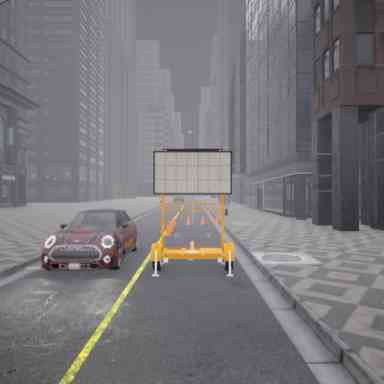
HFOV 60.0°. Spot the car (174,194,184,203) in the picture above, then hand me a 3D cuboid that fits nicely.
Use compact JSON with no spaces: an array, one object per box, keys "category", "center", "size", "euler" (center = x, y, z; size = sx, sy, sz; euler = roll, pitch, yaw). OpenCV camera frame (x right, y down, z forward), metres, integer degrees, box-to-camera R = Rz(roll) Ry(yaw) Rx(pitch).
[{"category":"car","center":[-2.917,1.386,74.788],"size":[2.150,2.045,5.566],"euler":[0,0,0]}]

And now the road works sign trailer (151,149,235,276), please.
[{"category":"road works sign trailer","center":[0.022,0.472,10.307],"size":[2.380,3.560,2.880],"euler":[0,0,0]}]

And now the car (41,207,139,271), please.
[{"category":"car","center":[-3.091,1.360,10.976],"size":[2.097,1.767,4.553],"euler":[0,0,0]}]
